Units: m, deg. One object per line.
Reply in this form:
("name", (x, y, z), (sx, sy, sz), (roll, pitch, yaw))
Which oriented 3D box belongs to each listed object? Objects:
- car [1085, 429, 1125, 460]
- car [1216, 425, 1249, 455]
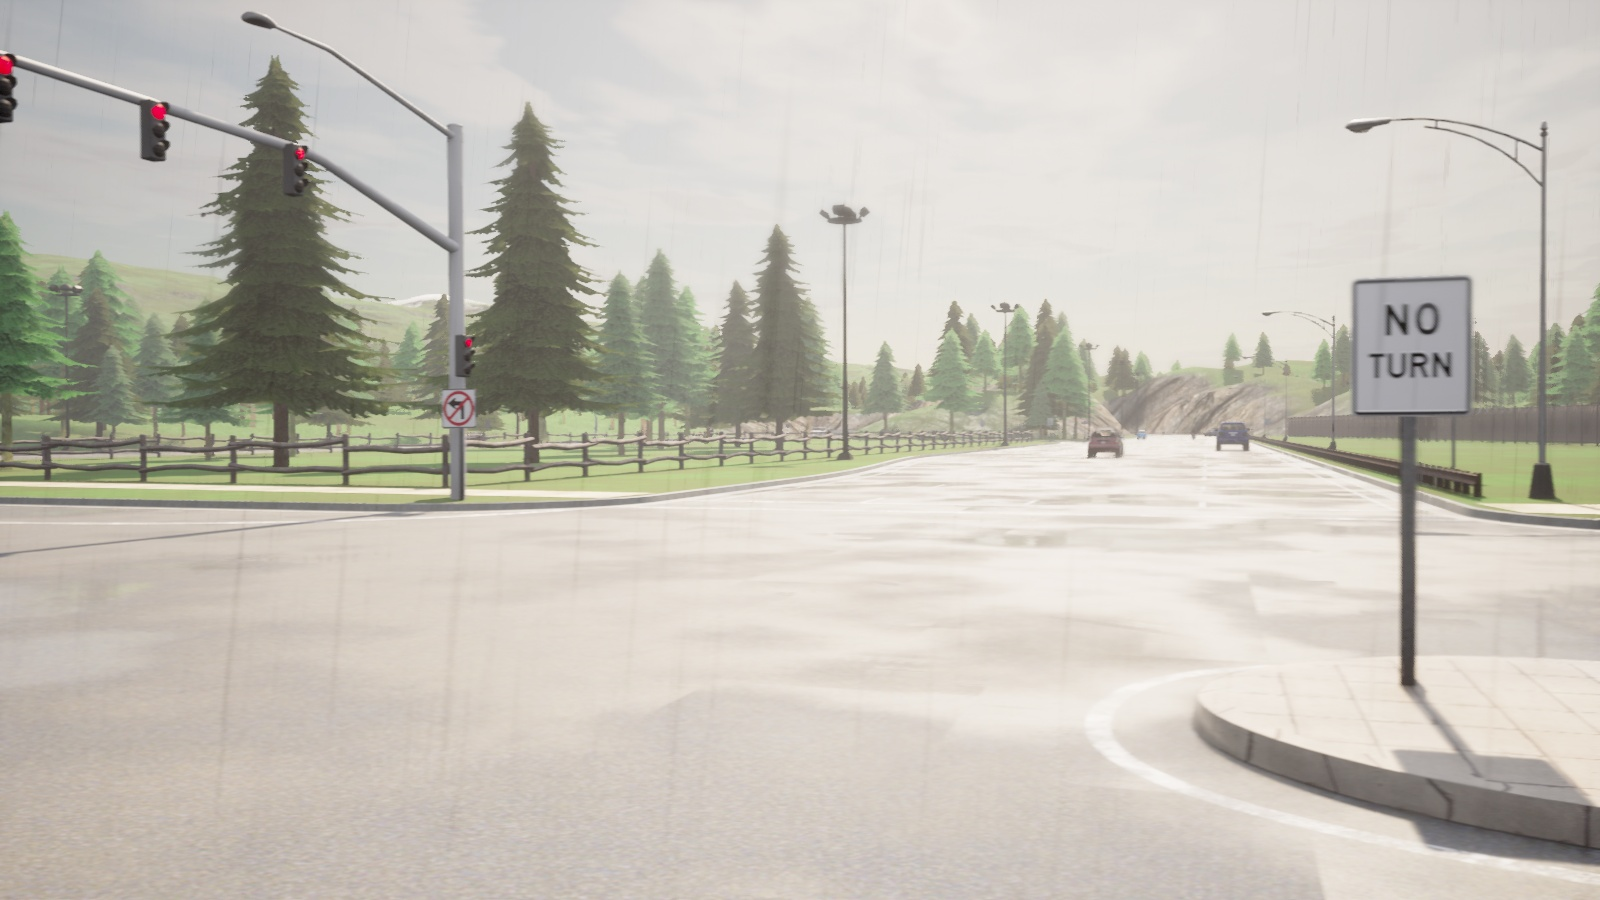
("car", (16.883, -0.323, 69.374), (1.851, 1.617, 3.988), (1, 1, 18))
("car", (30.838, -0.772, 89.650), (2.150, 2.045, 5.566), (1, 1, 18))
